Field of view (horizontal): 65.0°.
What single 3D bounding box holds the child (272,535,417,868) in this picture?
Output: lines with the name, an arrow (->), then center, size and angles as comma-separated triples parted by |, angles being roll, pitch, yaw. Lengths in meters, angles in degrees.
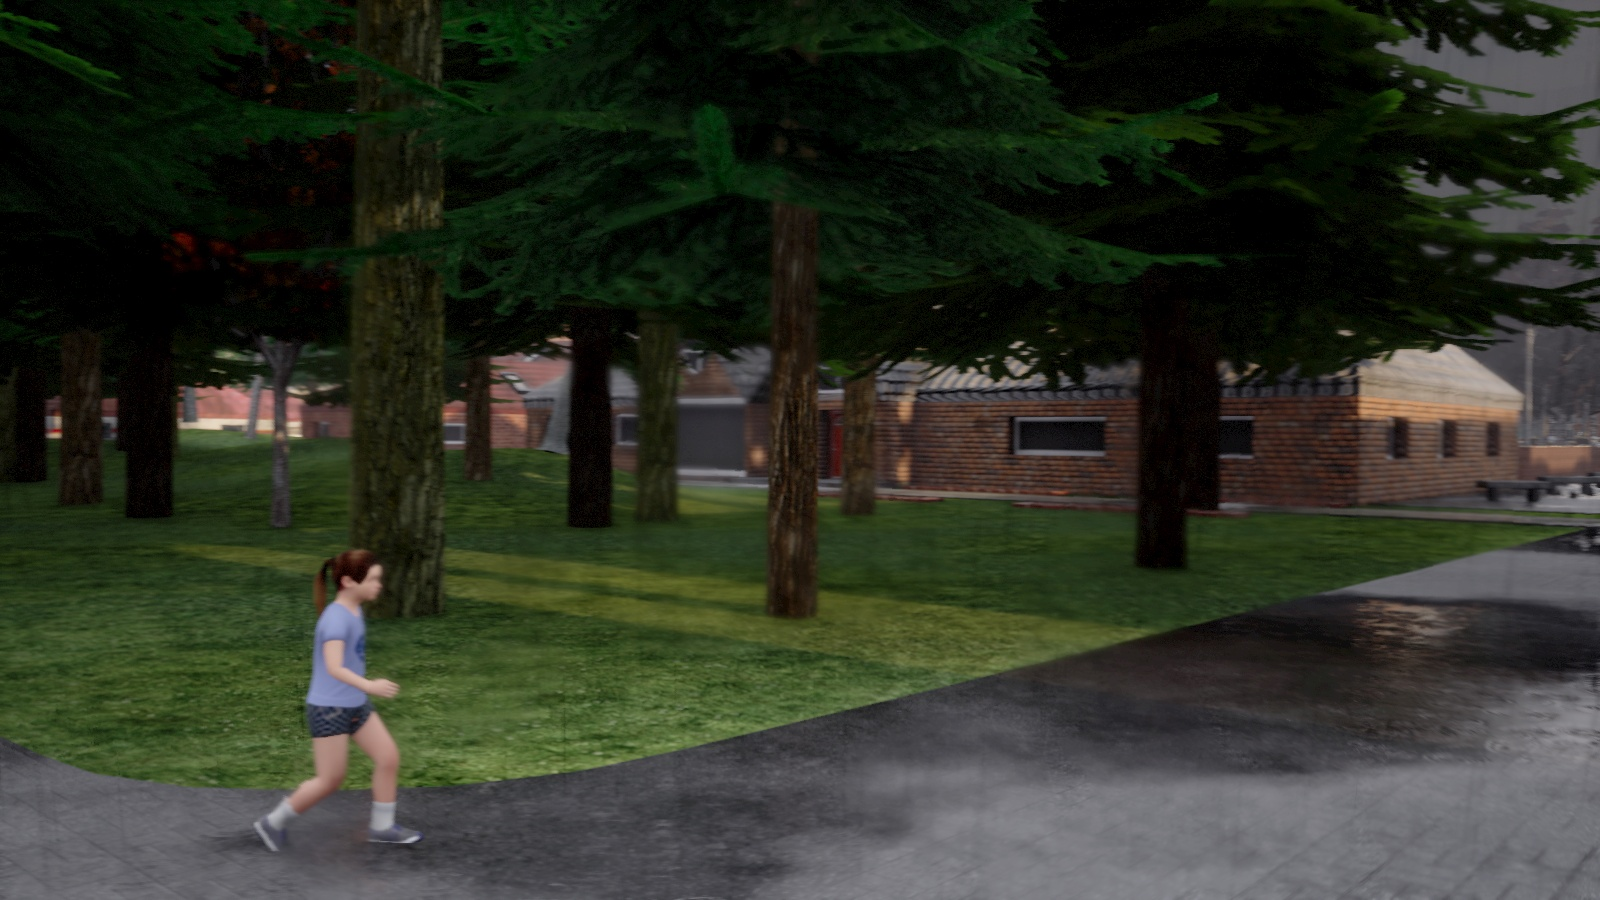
child -> -1.588, 0.866, 4.396 | 0.394, 1.110, 0.255 | -1, 1, 1
